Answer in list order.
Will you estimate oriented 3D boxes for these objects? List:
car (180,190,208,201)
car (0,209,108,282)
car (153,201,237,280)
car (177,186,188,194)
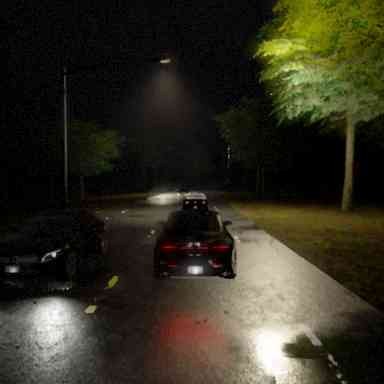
[{"bbox_3d":[0.307,0.744,26.871,1.895,1.301,4.718,0,2,2],"label":"car"},{"bbox_3d":[-3.611,1.235,9.033,1.812,1.442,4.674,0,2,0],"label":"car"},{"bbox_3d":[0.067,1.215,8.981,1.837,1.490,4.892,0,2,0],"label":"car"},{"bbox_3d":[-1.749,-0.454,63.418,1.837,1.490,4.892,0,2,4],"label":"car"}]
